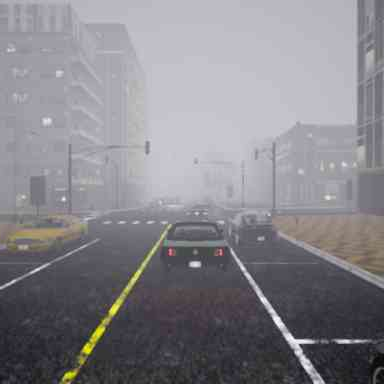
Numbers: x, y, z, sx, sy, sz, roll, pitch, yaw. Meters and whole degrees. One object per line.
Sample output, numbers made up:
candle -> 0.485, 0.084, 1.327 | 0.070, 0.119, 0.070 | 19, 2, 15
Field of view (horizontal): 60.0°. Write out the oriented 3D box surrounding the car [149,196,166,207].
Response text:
car -> -5.658, 1.611, 51.534 | 2.008, 1.369, 4.403 | 0, 0, 0

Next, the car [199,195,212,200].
car -> 2.727, 1.632, 57.055 | 1.947, 1.339, 4.313 | 0, 0, 0

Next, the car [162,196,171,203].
car -> -5.643, 1.661, 73.668 | 1.802, 1.307, 4.206 | 0, 0, 0

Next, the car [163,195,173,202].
car -> -5.640, 1.523, 79.202 | 1.967, 1.590, 4.097 | 0, 0, 0

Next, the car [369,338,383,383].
car -> 2.684, 1.569, 1.642 | 1.947, 1.339, 4.313 | 0, 0, 0

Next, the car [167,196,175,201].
car -> -5.632, 1.673, 90.269 | 1.802, 1.307, 4.206 | 0, 0, 0

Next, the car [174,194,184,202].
car -> -2.949, 1.436, 75.998 | 2.097, 1.767, 4.553 | 0, 0, 0

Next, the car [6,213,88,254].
car -> -5.651, 1.544, 13.554 | 1.752, 1.417, 4.829 | 0, 0, 0

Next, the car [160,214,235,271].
car -> 0.100, 1.616, 10.965 | 1.895, 1.301, 4.718 | 0, 0, 0

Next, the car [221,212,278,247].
car -> 2.665, 1.571, 15.047 | 2.008, 1.369, 4.403 | 0, 0, 0

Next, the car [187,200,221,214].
car -> 1.041, 1.597, 26.496 | 2.033, 1.411, 5.357 | -1, 0, 16

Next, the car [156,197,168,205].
car -> -5.650, 1.615, 62.601 | 1.887, 1.381, 4.507 | 0, 0, 0

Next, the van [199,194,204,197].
van -> 2.728, 1.411, 62.588 | 1.690, 1.788, 3.998 | 0, 0, 0

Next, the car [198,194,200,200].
car -> 2.737, 1.519, 73.656 | 1.967, 1.590, 4.097 | 0, 0, 0

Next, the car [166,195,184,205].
car -> -3.004, 1.560, 60.086 | 2.128, 1.511, 4.902 | 0, 0, 1
